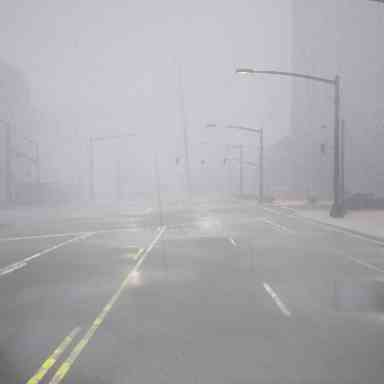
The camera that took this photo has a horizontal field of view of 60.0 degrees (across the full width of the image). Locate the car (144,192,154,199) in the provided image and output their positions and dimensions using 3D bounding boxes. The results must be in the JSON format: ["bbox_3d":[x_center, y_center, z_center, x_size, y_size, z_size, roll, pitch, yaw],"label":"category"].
[{"bbox_3d":[-10.505,0.820,81.366,1.882,1.535,5.008,0,0,0],"label":"car"}]

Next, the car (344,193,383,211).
[{"bbox_3d":[17.727,0.871,33.383,4.553,1.767,2.097,0,1,0],"label":"car"}]
